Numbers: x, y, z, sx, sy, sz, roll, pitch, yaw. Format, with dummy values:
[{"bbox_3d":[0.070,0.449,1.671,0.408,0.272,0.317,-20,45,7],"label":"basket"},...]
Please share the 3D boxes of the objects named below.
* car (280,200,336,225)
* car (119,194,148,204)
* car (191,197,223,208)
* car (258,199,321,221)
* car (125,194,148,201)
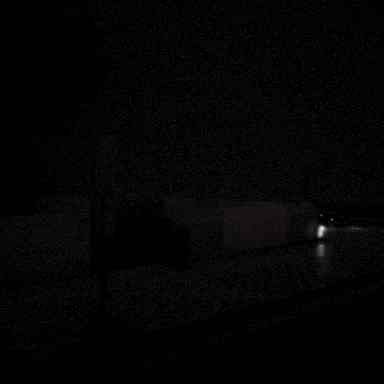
[{"bbox_3d":[7.165,1.363,22.063,1.812,1.442,4.674,1,0,-35],"label":"car"},{"bbox_3d":[-8.736,0.997,49.138,2.033,1.411,5.357,1,0,-35],"label":"car"},{"bbox_3d":[1.137,1.195,30.481,2.128,1.511,4.902,1,0,-36],"label":"car"},{"bbox_3d":[7.685,1.344,26.551,1.812,1.442,4.674,1,0,-37],"label":"car"},{"bbox_3d":[-7.282,0.991,42.189,1.882,1.535,5.008,1,1,-36],"label":"car"}]
